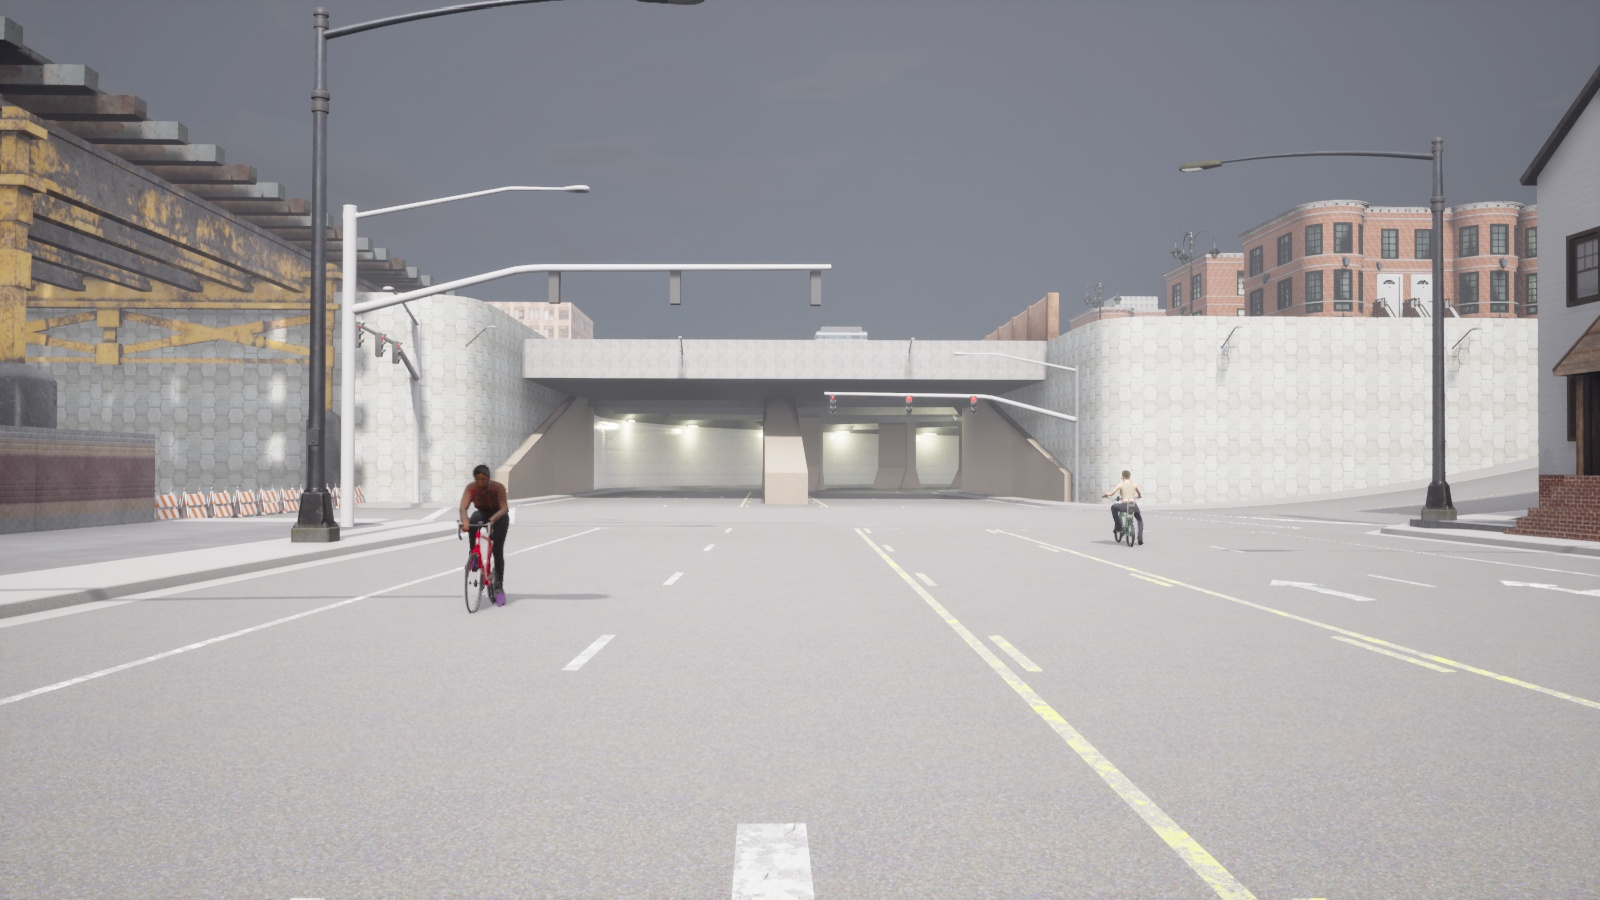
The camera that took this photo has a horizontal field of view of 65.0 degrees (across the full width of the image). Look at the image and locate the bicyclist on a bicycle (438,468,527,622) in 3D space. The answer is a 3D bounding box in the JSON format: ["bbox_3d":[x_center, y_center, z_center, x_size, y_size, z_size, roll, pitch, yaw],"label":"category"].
[{"bbox_3d":[-3.540,1.018,14.103,0.582,1.620,1.656,0,-1,0],"label":"bicyclist on a bicycle"}]

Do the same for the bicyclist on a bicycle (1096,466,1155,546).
[{"bbox_3d":[6.930,1.171,26.814,0.866,1.612,1.509,0,2,-1],"label":"bicyclist on a bicycle"}]
